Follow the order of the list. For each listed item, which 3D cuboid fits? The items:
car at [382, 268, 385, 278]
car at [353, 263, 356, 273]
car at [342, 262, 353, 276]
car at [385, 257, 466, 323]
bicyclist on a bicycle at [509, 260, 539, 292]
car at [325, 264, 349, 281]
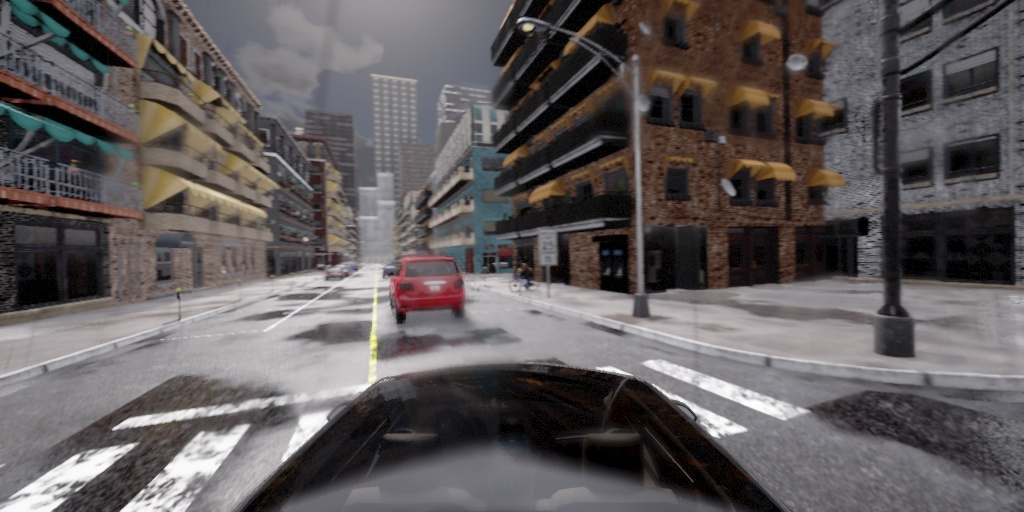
[{"bbox_3d":[-13.429,1.674,39.990,1.812,1.442,4.674,-2,0,-20],"label":"car"},{"bbox_3d":[-22.969,1.983,49.208,2.007,1.370,4.403,0,0,-21],"label":"car"},{"bbox_3d":[-21.002,1.814,43.963,1.967,1.591,4.097,0,0,-21],"label":"car"},{"bbox_3d":[-3.229,1.067,13.036,2.150,2.045,5.566,-2,0,-21],"label":"car"},{"bbox_3d":[0.605,1.032,18.402,1.656,1.620,0.582,-2,0,-21],"label":"bicyclist on a bicycle"},{"bbox_3d":[-19.035,1.898,38.719,1.802,1.307,4.207,0,0,-21],"label":"car"}]
